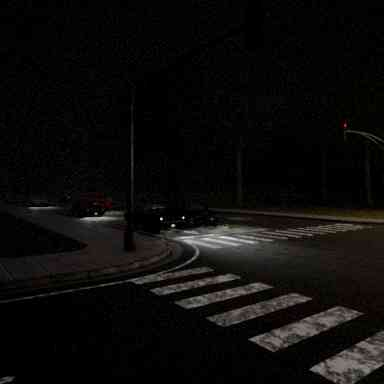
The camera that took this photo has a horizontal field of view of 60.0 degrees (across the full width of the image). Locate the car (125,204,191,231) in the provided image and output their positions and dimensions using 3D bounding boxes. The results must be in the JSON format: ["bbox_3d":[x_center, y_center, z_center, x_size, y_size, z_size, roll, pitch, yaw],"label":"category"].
[{"bbox_3d":[-2.320,1.542,20.269,1.895,1.301,4.718,0,0,-36],"label":"car"}]

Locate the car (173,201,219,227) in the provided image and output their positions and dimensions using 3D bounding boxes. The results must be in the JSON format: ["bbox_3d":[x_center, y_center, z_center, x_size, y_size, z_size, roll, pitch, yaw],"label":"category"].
[{"bbox_3d":[-0.167,1.410,22.841,1.882,1.535,5.008,0,1,-35],"label":"car"}]

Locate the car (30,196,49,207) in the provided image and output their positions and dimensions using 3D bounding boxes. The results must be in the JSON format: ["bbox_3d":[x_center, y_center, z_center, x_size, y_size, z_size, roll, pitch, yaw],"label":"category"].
[{"bbox_3d":[-21.652,1.369,47.056,1.812,1.442,4.674,0,0,-36],"label":"car"}]

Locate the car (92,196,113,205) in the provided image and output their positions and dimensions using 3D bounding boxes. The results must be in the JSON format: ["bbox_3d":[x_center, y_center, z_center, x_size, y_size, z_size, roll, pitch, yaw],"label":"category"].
[{"bbox_3d":[-14.496,1.350,53.876,1.812,1.442,4.674,0,0,-35],"label":"car"}]

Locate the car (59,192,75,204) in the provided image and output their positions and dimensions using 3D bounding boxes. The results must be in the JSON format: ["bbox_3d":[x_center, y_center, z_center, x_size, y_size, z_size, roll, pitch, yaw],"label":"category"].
[{"bbox_3d":[-21.367,1.039,57.771,2.150,2.045,5.566,0,0,-36],"label":"car"}]

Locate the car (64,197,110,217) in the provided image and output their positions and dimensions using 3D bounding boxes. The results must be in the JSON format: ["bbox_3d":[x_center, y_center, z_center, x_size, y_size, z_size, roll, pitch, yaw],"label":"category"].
[{"bbox_3d":[-9.705,1.444,30.462,2.033,1.411,5.357,0,0,-36],"label":"car"}]

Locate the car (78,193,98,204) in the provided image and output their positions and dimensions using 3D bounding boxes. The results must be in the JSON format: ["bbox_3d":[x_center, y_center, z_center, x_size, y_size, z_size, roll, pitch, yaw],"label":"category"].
[{"bbox_3d":[-18.701,1.163,59.632,2.097,1.767,4.553,0,0,-36],"label":"car"}]

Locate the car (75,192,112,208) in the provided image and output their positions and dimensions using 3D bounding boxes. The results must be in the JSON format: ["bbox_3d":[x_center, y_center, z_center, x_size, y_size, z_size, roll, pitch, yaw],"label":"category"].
[{"bbox_3d":[-11.169,1.091,38.020,2.150,2.045,5.566,0,0,-36],"label":"car"}]
